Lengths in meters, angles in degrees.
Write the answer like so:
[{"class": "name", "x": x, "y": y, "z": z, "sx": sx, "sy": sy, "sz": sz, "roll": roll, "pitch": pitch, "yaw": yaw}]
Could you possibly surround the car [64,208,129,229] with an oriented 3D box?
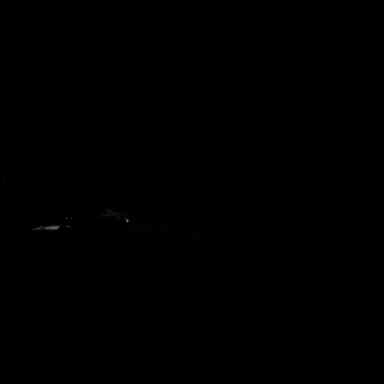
[{"class": "car", "x": -6.906, "y": 1.871, "z": 24.191, "sx": 4.674, "sy": 1.442, "sz": 1.812, "roll": -1, "pitch": -1, "yaw": 10}]
